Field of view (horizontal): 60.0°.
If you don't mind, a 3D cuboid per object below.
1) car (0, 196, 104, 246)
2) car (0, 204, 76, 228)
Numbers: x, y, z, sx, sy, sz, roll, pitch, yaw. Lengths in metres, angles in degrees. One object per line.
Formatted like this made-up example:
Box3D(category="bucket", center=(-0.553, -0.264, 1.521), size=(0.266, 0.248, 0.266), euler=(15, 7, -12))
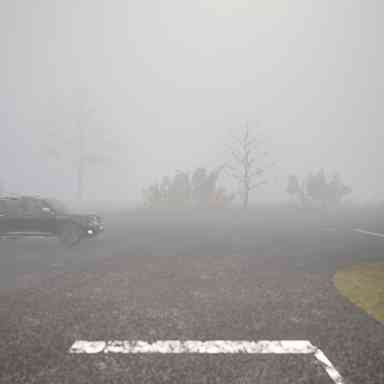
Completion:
Box3D(category="car", center=(-6.781, 1.209, 14.662), size=(5.566, 2.045, 2.150), euler=(0, 0, -1))
Box3D(category="car", center=(-10.569, 1.503, 21.576), size=(5.357, 1.411, 2.033), euler=(0, 0, -2))
